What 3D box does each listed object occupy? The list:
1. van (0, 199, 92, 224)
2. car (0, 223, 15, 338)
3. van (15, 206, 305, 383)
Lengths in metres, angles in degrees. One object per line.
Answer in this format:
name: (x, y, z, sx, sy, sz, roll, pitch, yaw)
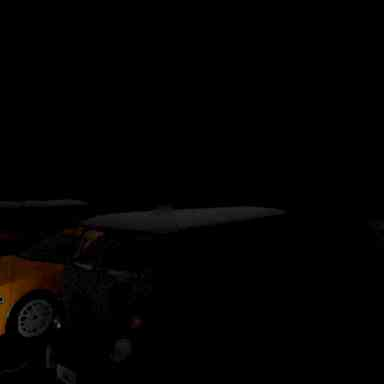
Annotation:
van: (-4.307, 1.203, 8.477, 1.878, 1.987, 4.442, 0, 0, 35)
car: (-2.126, 1.446, 6.787, 2.097, 1.535, 5.008, 0, 0, 35)
van: (0.051, 1.237, 5.088, 1.878, 1.987, 4.442, 0, 0, 35)
